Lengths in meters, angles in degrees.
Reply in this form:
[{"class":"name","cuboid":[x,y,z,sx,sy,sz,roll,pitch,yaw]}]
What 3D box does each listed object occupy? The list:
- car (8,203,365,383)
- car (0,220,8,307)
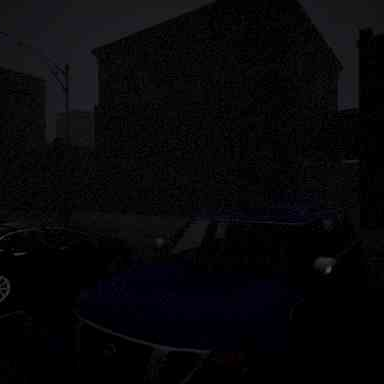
[{"class":"car","cuboid":[0.914,1.217,4.668,2.435,2.045,5.566,0,0,36]},{"class":"car","cuboid":[-3.599,1.440,7.915,2.231,1.521,4.892,0,0,36]}]
